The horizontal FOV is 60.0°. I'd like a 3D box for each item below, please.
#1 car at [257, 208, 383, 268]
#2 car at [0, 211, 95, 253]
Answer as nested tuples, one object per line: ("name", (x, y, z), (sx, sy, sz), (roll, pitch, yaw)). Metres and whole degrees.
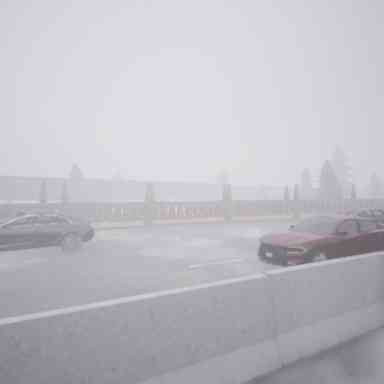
("car", (4.327, 1.456, 10.369), (5.008, 1.535, 1.882), (0, 0, -28))
("car", (-6.096, 1.487, 12.272), (4.902, 1.511, 2.128), (0, 0, -33))
